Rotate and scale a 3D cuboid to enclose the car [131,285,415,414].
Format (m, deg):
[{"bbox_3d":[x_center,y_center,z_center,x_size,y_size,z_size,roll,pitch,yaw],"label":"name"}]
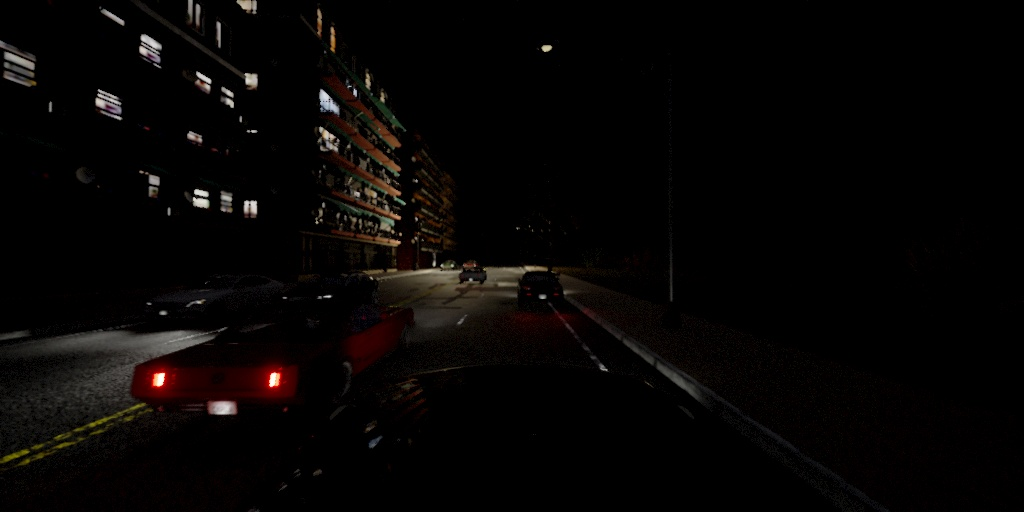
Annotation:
[{"bbox_3d":[-3.144,1.379,6.128,1.895,1.301,4.718,0,0,0],"label":"car"}]

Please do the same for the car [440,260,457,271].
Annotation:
[{"bbox_3d":[-9.743,1.442,55.825,2.097,1.767,4.553,0,0,0],"label":"car"}]

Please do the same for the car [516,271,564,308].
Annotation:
[{"bbox_3d":[1.159,1.366,15.771,1.812,1.442,4.674,0,0,0],"label":"car"}]

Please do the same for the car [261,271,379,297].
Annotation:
[{"bbox_3d":[-6.582,1.317,13.498,2.128,1.511,4.902,0,0,0],"label":"car"}]

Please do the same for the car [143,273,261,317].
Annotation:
[{"bbox_3d":[-9.821,1.344,12.427,1.812,1.442,4.674,0,0,0],"label":"car"}]

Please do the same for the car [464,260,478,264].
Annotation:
[{"bbox_3d":[-6.490,1.447,56.611,2.097,1.767,4.553,0,0,0],"label":"car"}]

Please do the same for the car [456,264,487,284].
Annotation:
[{"bbox_3d":[-3.107,1.527,29.397,1.895,1.301,4.718,0,0,0],"label":"car"}]
